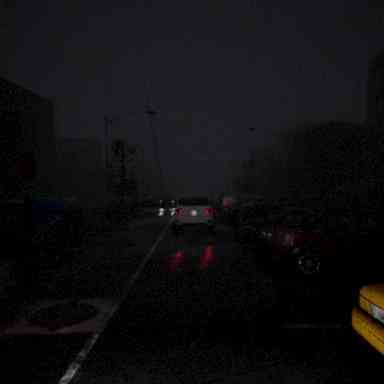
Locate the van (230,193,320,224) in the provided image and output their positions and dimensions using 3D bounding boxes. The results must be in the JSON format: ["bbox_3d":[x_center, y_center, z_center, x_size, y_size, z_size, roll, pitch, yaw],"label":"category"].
[{"bbox_3d":[4.533,1.192,17.920,4.442,1.987,1.878,0,0,0],"label":"van"}]

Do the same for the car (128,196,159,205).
[{"bbox_3d":[-7.678,1.336,52.659,4.674,1.452,2.002,0,0,0],"label":"car"}]

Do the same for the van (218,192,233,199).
[{"bbox_3d":[4.767,1.153,29.094,4.442,1.987,1.878,0,0,0],"label":"van"}]

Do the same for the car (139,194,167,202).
[{"bbox_3d":[-7.866,1.241,67.474,5.366,1.575,1.946,0,0,0],"label":"car"}]

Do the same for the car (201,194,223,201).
[{"bbox_3d":[4.643,1.182,76.600,4.892,1.521,2.231,0,1,0],"label":"car"}]

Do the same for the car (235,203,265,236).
[{"bbox_3d":[4.656,1.428,15.128,4.892,1.521,2.231,0,0,0],"label":"car"}]

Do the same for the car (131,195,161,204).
[{"bbox_3d":[-7.677,1.325,55.721,4.674,1.452,2.002,0,0,0],"label":"car"}]

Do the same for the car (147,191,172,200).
[{"bbox_3d":[-7.652,0.878,79.125,5.566,2.045,2.435,0,1,0],"label":"car"}]

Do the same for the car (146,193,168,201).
[{"bbox_3d":[-7.650,1.094,73.355,4.553,1.767,2.185,0,0,0],"label":"car"}]

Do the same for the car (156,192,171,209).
[{"bbox_3d":[-3.089,1.201,43.244,2.097,1.767,4.553,0,0,0],"label":"car"}]

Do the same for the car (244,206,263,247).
[{"bbox_3d":[4.644,1.438,12.334,4.892,1.521,2.231,0,0,0],"label":"car"}]

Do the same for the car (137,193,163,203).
[{"bbox_3d":[-7.712,1.139,61.598,4.553,1.767,2.185,0,0,0],"label":"car"}]

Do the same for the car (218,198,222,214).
[{"bbox_3d":[4.647,1.429,26.302,4.674,1.452,2.002,0,0,0],"label":"car"}]

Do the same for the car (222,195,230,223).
[{"bbox_3d":[4.680,1.273,23.509,4.553,1.767,2.185,0,0,0],"label":"car"}]

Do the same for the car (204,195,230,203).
[{"bbox_3d":[4.656,1.263,62.619,4.892,1.521,2.231,0,0,0],"label":"car"}]

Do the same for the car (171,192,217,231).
[{"bbox_3d":[0.100,1.151,20.088,2.150,2.045,5.566,0,0,0],"label":"car"}]

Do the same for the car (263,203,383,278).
[{"bbox_3d":[4.618,1.321,9.541,4.553,1.767,2.185,0,0,0],"label":"car"}]

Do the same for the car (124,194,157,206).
[{"bbox_3d":[-7.649,1.181,49.720,4.553,1.767,2.185,0,0,0],"label":"car"}]

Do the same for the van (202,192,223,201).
[{"bbox_3d":[4.533,0.992,73.790,4.442,1.987,1.878,0,1,0],"label":"van"}]

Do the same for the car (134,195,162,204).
[{"bbox_3d":[-7.710,1.305,58.660,4.792,1.488,2.163,0,0,0],"label":"car"}]

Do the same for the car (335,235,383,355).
[{"bbox_3d":[4.836,1.463,3.953,5.366,1.575,1.946,0,0,0],"label":"car"}]

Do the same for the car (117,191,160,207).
[{"bbox_3d":[-7.709,1.065,46.906,5.566,2.045,2.435,0,0,0],"label":"car"}]

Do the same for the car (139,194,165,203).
[{"bbox_3d":[-7.687,1.256,64.411,4.892,1.521,2.231,0,0,0],"label":"car"}]

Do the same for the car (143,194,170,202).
[{"bbox_3d":[-7.496,1.231,70.414,5.366,1.575,1.946,0,0,0],"label":"car"}]

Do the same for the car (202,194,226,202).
[{"bbox_3d":[4.656,1.234,70.997,4.892,1.521,2.231,0,0,0],"label":"car"}]

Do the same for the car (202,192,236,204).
[{"bbox_3d":[4.621,1.030,57.031,5.566,2.045,2.435,0,0,0],"label":"car"}]

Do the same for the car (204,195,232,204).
[{"bbox_3d":[4.643,1.272,59.826,5.008,1.535,2.097,0,0,0],"label":"car"}]

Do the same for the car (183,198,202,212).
[{"bbox_3d":[0.100,1.434,37.131,1.994,1.385,4.181,0,0,0],"label":"car"}]

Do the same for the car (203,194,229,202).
[{"bbox_3d":[4.643,1.253,65.537,4.892,1.521,2.231,0,0,0],"label":"car"}]

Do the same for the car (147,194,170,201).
[{"bbox_3d":[-7.686,1.187,76.185,5.008,1.535,2.097,0,1,0],"label":"car"}]
